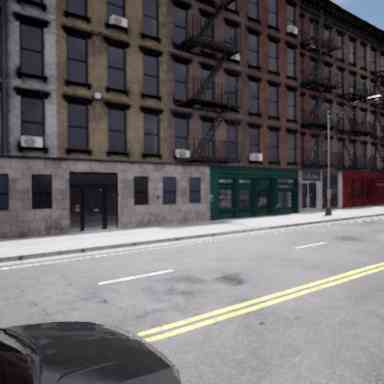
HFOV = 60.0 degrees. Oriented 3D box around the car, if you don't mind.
[{"bbox_3d":[-2.263,1.517,1.827,4.892,1.490,1.837,0,0,-35],"label":"car"}]
